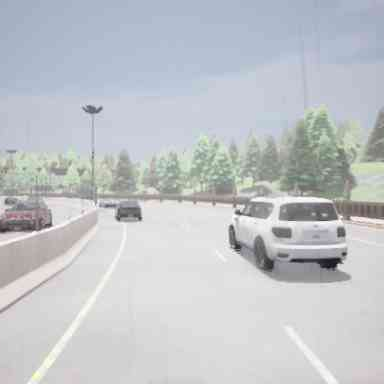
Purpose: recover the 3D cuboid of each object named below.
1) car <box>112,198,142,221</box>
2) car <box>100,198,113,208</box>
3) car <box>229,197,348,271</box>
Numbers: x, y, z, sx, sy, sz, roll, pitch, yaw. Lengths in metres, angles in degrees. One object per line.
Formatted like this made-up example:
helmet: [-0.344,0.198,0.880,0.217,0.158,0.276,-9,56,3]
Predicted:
car: [-5.049,1.420,26.271,1.837,1.490,4.892,0,0,-16]
car: [-11.212,1.461,45.306,1.895,1.301,4.718,0,0,-28]
car: [2.773,1.172,10.916,2.150,2.045,5.566,0,0,-6]
